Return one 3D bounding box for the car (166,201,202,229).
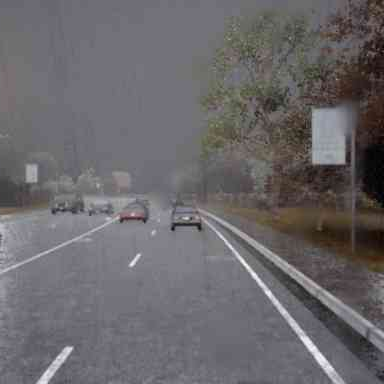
[{"bbox_3d":[-0.431,1.509,21.048,2.033,1.411,5.357,0,0,-3],"label":"car"}]

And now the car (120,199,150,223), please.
[{"bbox_3d":[-4.248,1.510,25.094,1.994,1.385,4.181,0,0,-4],"label":"car"}]

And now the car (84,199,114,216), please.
[{"bbox_3d":[-8.466,1.444,31.326,1.812,1.442,4.674,0,0,-6],"label":"car"}]

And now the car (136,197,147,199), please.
[{"bbox_3d":[-6.461,1.366,42.767,2.128,1.511,4.902,0,0,-10],"label":"car"}]

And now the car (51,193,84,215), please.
[{"bbox_3d":[-12.131,1.134,32.885,2.150,2.045,5.566,0,0,-6],"label":"car"}]

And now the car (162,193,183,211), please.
[{"bbox_3d":[-2.377,1.113,39.704,2.150,2.045,5.566,0,0,-8],"label":"car"}]

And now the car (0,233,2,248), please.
[{"bbox_3d":[-7.075,1.489,8.821,2.128,1.511,4.902,0,0,-1],"label":"car"}]
